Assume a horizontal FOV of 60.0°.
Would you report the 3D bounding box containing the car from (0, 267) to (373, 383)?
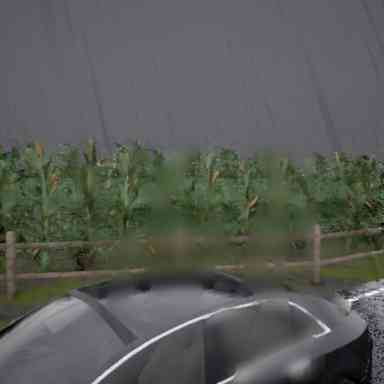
[{"bbox_3d":[-0.451,1.513,2.617,4.892,1.490,1.837,0,0,-36],"label":"car"}]
